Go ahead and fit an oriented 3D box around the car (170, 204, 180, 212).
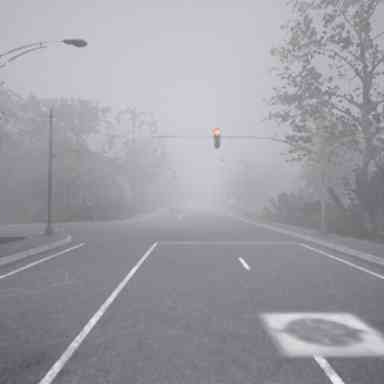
[{"bbox_3d":[-3.400,3.246,67.182,2.128,1.511,4.902,0,0,1],"label":"car"}]
